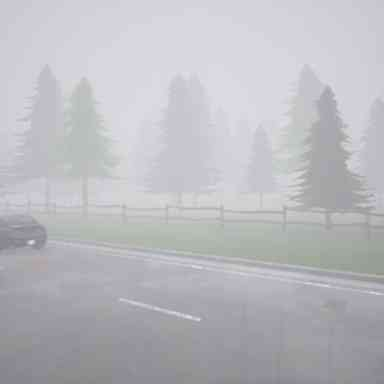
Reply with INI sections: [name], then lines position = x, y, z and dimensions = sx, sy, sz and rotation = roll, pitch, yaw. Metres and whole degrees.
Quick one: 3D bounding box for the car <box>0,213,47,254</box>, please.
[car]
position = -7.982, 1.641, 13.863
dimensions = 4.892, 1.490, 1.837
rotation = 0, 0, 36
